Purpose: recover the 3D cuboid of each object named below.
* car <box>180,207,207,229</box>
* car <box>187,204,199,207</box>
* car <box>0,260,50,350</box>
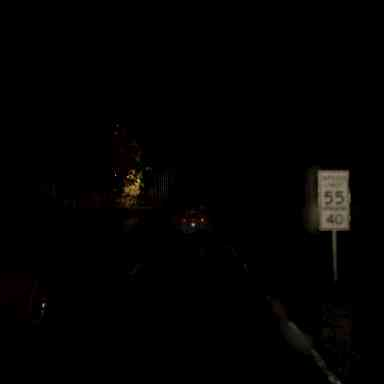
[{"bbox_3d":[0.091,2.038,25.351,1.895,1.301,4.718,0,-1,0],"label":"car"},{"bbox_3d":[0.089,2.256,42.463,2.128,1.511,4.902,0,-1,1],"label":"car"},{"bbox_3d":[-3.598,1.637,4.402,1.994,1.385,4.181,0,-1,0],"label":"car"}]
